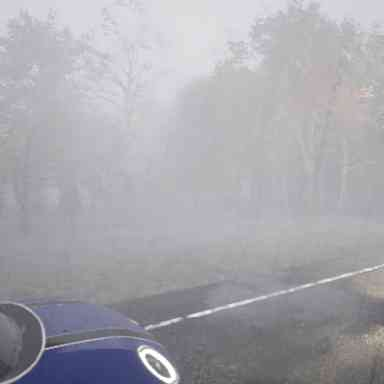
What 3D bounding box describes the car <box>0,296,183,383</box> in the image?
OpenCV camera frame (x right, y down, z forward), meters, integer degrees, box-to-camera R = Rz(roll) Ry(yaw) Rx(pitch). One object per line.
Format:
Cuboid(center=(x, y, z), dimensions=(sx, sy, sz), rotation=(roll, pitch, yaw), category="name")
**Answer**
Cuboid(center=(-2.240, 1.351, 2.150), dimensions=(4.553, 1.767, 2.097), rotation=(0, 0, -36), category="car")
